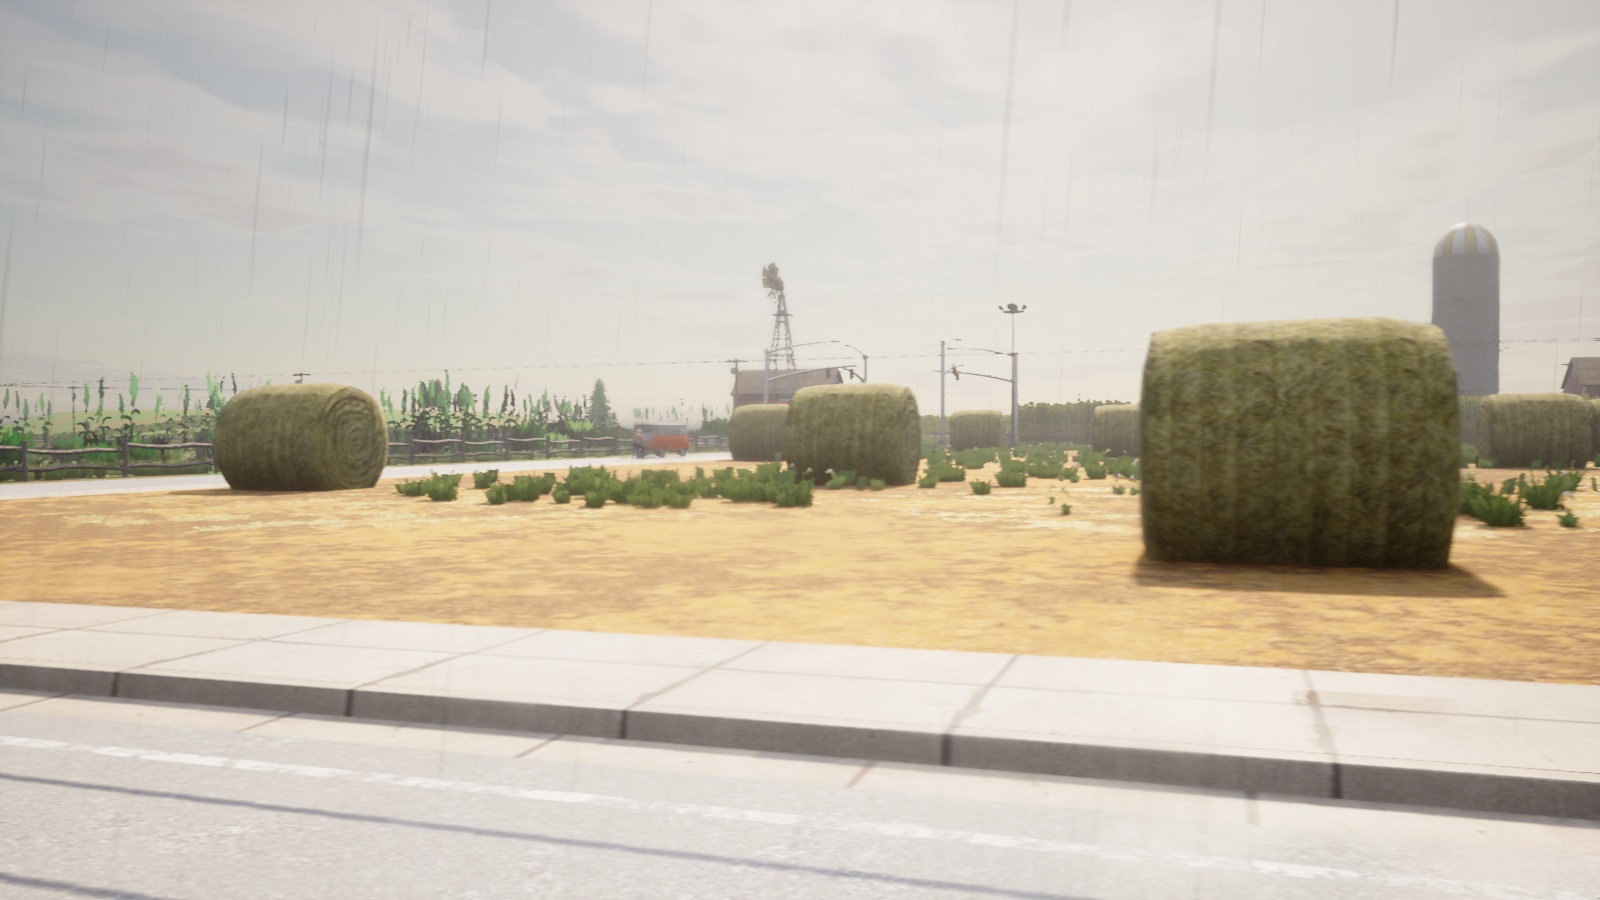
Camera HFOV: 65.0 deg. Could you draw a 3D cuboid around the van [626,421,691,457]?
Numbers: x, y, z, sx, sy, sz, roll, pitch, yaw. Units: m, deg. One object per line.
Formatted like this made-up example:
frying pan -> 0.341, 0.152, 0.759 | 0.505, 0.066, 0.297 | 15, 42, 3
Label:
van -> -7.958, -0.623, 71.054 | 1.775, 1.987, 4.442 | 1, 1, 21
